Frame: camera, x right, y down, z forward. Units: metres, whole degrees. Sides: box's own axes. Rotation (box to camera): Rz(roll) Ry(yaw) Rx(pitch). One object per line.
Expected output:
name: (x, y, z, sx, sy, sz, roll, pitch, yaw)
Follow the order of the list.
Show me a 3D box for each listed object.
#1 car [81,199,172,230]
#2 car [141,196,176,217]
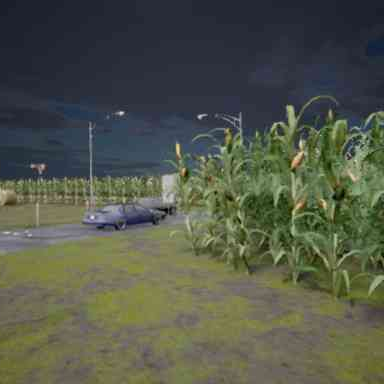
car: (-3.766, 1.340, 19.366, 2.033, 1.411, 5.357, -1, 0, 35)
car: (-3.196, 1.131, 25.233, 2.097, 1.767, 4.553, -1, 0, 35)
